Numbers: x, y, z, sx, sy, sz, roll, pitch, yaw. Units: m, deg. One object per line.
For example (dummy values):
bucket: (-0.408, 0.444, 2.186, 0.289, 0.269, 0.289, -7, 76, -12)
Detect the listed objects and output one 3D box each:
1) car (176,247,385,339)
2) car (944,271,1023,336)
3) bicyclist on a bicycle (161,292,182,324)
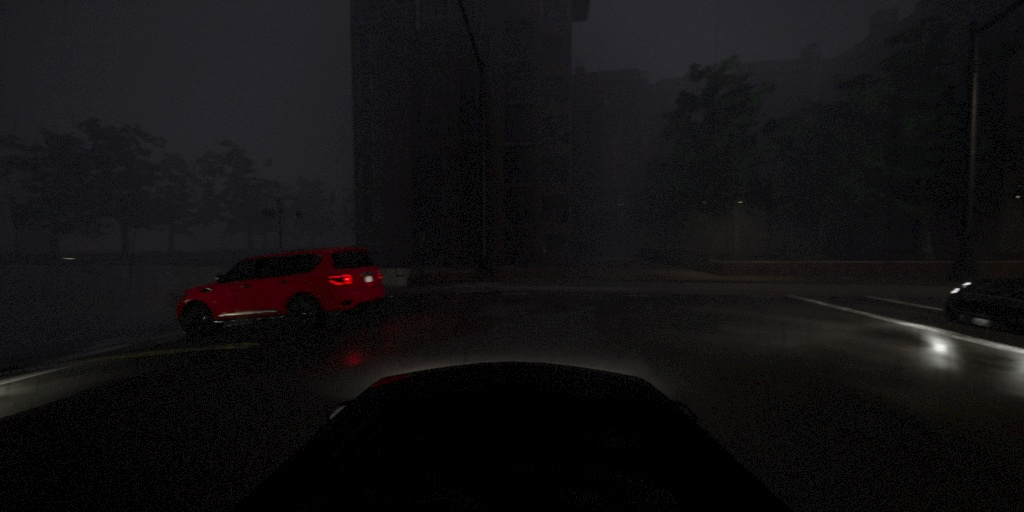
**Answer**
car: (-6.441, 0.934, 10.128, 5.566, 2.045, 2.150, -5, 1, 12)
car: (11.628, 0.735, 6.841, 4.553, 1.767, 2.097, 0, 2, 9)
bicyclist on a bicycle: (-17.500, 2.669, 18.755, 0.582, 1.620, 1.656, -8, 1, 10)
